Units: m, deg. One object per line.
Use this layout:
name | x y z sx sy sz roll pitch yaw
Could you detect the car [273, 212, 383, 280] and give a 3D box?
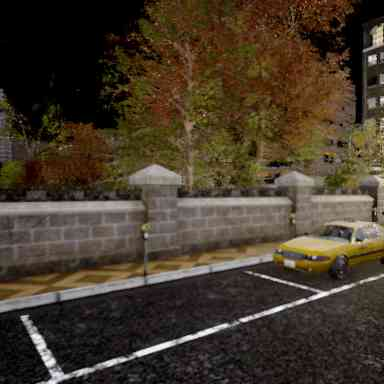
car | 4.404 1.446 9.703 4.829 1.417 1.752 -1 1 -36
